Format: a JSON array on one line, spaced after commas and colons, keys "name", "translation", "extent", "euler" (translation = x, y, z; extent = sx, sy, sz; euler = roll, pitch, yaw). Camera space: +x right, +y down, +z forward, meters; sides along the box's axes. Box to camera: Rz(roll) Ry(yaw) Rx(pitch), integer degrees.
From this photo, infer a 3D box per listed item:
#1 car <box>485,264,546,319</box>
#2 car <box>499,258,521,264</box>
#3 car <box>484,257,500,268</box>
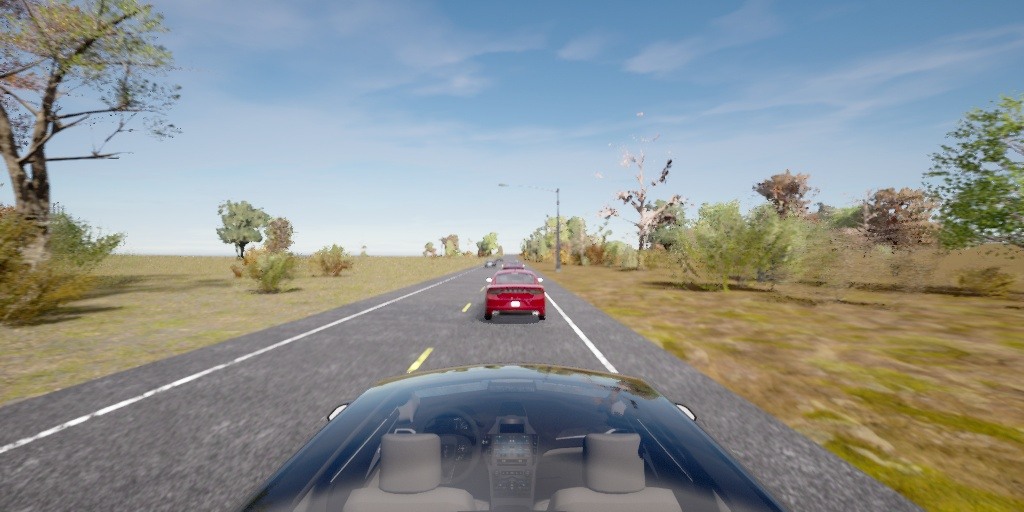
[{"name": "car", "translation": [0.102, 1.223, 12.740], "extent": [1.882, 1.535, 5.008], "euler": [0, 0, 0]}, {"name": "car", "translation": [0.104, 1.201, 31.104], "extent": [1.882, 1.535, 5.008], "euler": [0, 0, 0]}, {"name": "car", "translation": [-3.546, 1.162, 59.643], "extent": [2.128, 1.511, 4.902], "euler": [0, 0, 1]}]
